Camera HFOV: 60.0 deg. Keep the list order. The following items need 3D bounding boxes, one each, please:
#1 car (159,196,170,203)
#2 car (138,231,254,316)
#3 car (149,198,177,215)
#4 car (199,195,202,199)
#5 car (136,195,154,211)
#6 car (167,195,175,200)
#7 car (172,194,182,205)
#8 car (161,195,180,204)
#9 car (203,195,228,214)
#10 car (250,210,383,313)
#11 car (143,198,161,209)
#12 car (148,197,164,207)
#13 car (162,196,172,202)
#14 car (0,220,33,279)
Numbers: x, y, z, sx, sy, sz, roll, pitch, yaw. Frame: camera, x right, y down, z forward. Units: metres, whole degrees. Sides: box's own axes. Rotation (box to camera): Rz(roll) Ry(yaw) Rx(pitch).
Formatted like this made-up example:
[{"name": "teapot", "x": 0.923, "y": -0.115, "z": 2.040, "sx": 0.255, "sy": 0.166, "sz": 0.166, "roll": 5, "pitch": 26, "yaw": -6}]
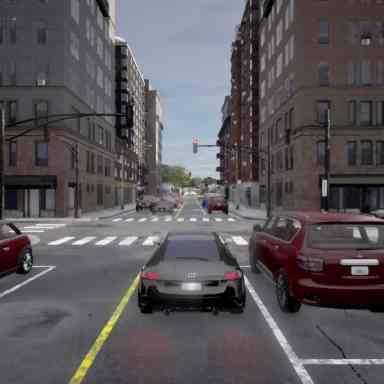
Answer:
[{"name": "car", "x": -5.525, "y": 1.540, "z": 67.659, "sx": 1.887, "sy": 1.381, "sz": 4.507, "roll": 0, "pitch": 0, "yaw": 0}, {"name": "car", "x": 0.012, "y": 1.564, "z": 7.617, "sx": 1.994, "sy": 1.385, "sz": 4.181, "roll": 0, "pitch": 0, "yaw": 1}, {"name": "car", "x": -2.906, "y": 1.562, "z": 34.038, "sx": 1.994, "sy": 1.385, "sz": 4.181, "roll": 0, "pitch": 0, "yaw": 0}, {"name": "car", "x": 2.599, "y": 1.312, "z": 51.163, "sx": 2.192, "sy": 1.841, "sz": 5.009, "roll": 0, "pitch": 0, "yaw": 0}, {"name": "car", "x": -5.488, "y": 1.313, "z": 40.140, "sx": 2.192, "sy": 1.841, "sz": 5.009, "roll": 0, "pitch": 0, "yaw": 0}, {"name": "car", "x": -5.555, "y": 1.575, "z": 89.674, "sx": 1.802, "sy": 1.307, "sz": 4.206, "roll": 0, "pitch": 0, "yaw": 0}, {"name": "car", "x": -2.926, "y": 1.348, "z": 60.388, "sx": 2.097, "sy": 1.767, "sz": 4.553, "roll": 0, "pitch": 0, "yaw": 0}, {"name": "car", "x": -2.921, "y": 1.524, "z": 44.889, "sx": 1.812, "sy": 1.442, "sz": 4.674, "roll": 0, "pitch": 0, "yaw": 0}, {"name": "car", "x": 2.641, "y": 1.313, "z": 34.652, "sx": 2.192, "sy": 1.841, "sz": 5.009, "roll": 0, "pitch": 0, "yaw": 0}, {"name": "car", "x": 2.625, "y": 1.315, "z": 7.595, "sx": 2.192, "sy": 1.841, "sz": 5.009, "roll": 0, "pitch": 0, "yaw": 0}, {"name": "car", "x": -5.495, "y": 1.563, "z": 45.643, "sx": 1.947, "sy": 1.339, "sz": 4.313, "roll": 0, "pitch": 0, "yaw": 0}, {"name": "car", "x": -5.503, "y": 1.548, "z": 51.147, "sx": 2.008, "sy": 1.369, "sz": 4.403, "roll": 0, "pitch": 0, "yaw": 0}, {"name": "car", "x": -5.533, "y": 1.539, "z": 73.162, "sx": 1.887, "sy": 1.381, "sz": 4.507, "roll": 0, "pitch": 0, "yaw": 0}, {"name": "car", "x": -5.400, "y": 1.440, "z": 7.581, "sx": 1.967, "sy": 1.590, "sz": 4.097, "roll": 0, "pitch": 0, "yaw": 0}]
